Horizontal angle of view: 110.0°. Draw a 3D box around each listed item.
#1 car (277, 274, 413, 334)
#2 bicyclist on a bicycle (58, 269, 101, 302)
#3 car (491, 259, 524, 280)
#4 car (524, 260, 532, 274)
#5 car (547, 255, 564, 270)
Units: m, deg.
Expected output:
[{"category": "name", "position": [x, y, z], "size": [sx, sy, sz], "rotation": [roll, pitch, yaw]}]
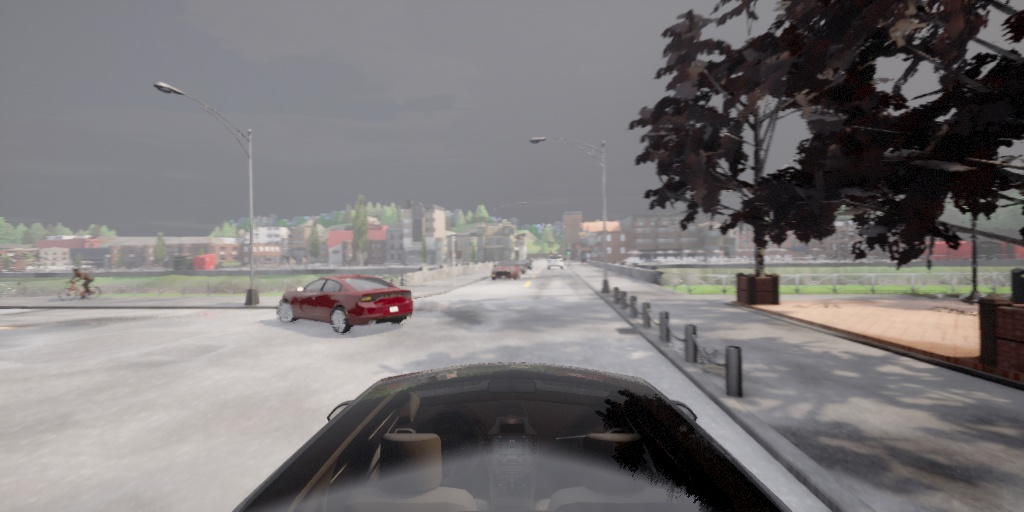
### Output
[{"category": "car", "position": [-5.208, 1.310, 11.021], "size": [5.008, 1.535, 1.882], "rotation": [-1, -1, 35]}, {"category": "bicyclist on a bicycle", "position": [-21.985, 1.458, 18.257], "size": [0.582, 1.620, 1.656], "rotation": [-1, 0, 7]}, {"category": "car", "position": [-0.446, 1.097, 30.845], "size": [2.097, 1.767, 4.553], "rotation": [-1, 0, 7]}, {"category": "car", "position": [0.646, 1.215, 40.025], "size": [2.128, 1.511, 4.902], "rotation": [-1, 0, 7]}, {"category": "car", "position": [6.137, 0.849, 51.006], "size": [2.150, 2.045, 5.566], "rotation": [-1, 0, 7]}]
